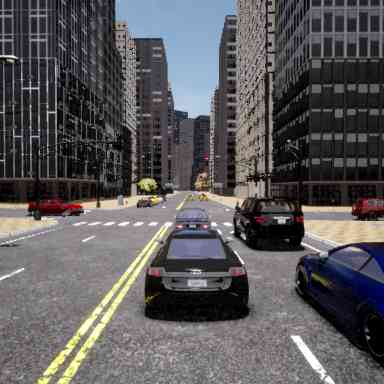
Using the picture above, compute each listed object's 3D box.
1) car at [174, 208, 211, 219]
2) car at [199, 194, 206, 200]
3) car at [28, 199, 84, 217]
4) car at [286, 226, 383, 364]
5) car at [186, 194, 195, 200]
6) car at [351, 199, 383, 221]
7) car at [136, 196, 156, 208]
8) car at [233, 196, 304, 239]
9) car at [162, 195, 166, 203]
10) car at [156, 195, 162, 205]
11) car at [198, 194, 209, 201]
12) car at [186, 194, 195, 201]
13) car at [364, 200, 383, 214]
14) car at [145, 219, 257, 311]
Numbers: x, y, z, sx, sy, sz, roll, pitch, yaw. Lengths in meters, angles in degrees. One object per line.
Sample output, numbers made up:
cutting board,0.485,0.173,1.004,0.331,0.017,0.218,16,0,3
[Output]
car,0.023,1.538,17.043,2.033,1.411,5.357,0,0,0
car,2.845,1.243,89.107,1.837,1.490,4.892,0,0,0
car,-12.289,1.398,30.192,5.008,1.535,1.882,0,1,10
car,3.334,1.561,5.852,1.994,1.385,4.181,0,0,-1
car,-0.405,1.268,89.093,2.128,1.511,4.902,0,0,0
car,16.075,1.520,27.960,5.009,1.841,2.192,1,0,1
car,-6.810,1.530,48.218,1.994,1.385,4.181,0,0,0
car,3.306,1.213,15.272,2.150,2.045,5.566,0,0,-2
car,-6.832,1.469,66.595,1.812,1.442,4.674,0,0,0
car,-6.842,1.433,57.146,1.882,1.535,5.008,0,0,0
car,2.893,1.396,78.690,1.882,1.535,5.008,0,0,0
car,-0.357,1.396,78.676,1.882,1.535,5.008,0,0,0
car,21.646,1.643,36.272,4.829,1.417,1.752,1,0,1
car,0.067,1.560,7.821,1.994,1.385,4.181,0,0,-1
